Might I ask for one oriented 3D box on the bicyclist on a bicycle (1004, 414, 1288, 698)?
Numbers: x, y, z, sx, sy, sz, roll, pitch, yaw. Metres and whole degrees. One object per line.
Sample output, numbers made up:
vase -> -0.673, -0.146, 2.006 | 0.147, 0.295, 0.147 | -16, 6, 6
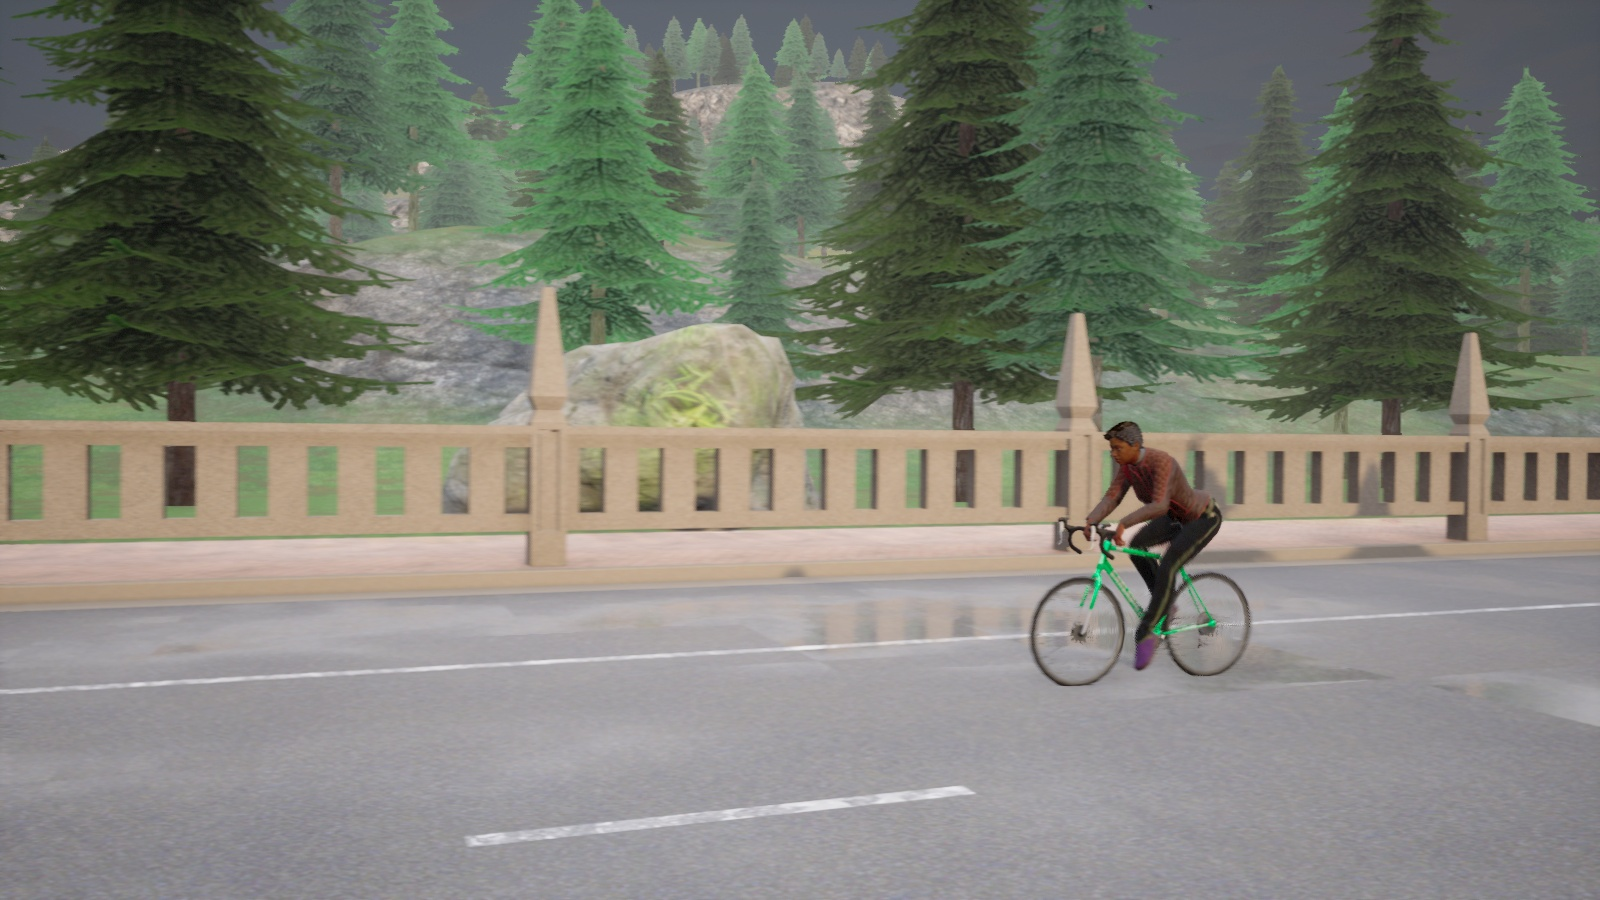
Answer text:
bicyclist on a bicycle -> 2.151, 0.601, 7.799 | 1.656, 1.620, 0.582 | -1, 1, -21
